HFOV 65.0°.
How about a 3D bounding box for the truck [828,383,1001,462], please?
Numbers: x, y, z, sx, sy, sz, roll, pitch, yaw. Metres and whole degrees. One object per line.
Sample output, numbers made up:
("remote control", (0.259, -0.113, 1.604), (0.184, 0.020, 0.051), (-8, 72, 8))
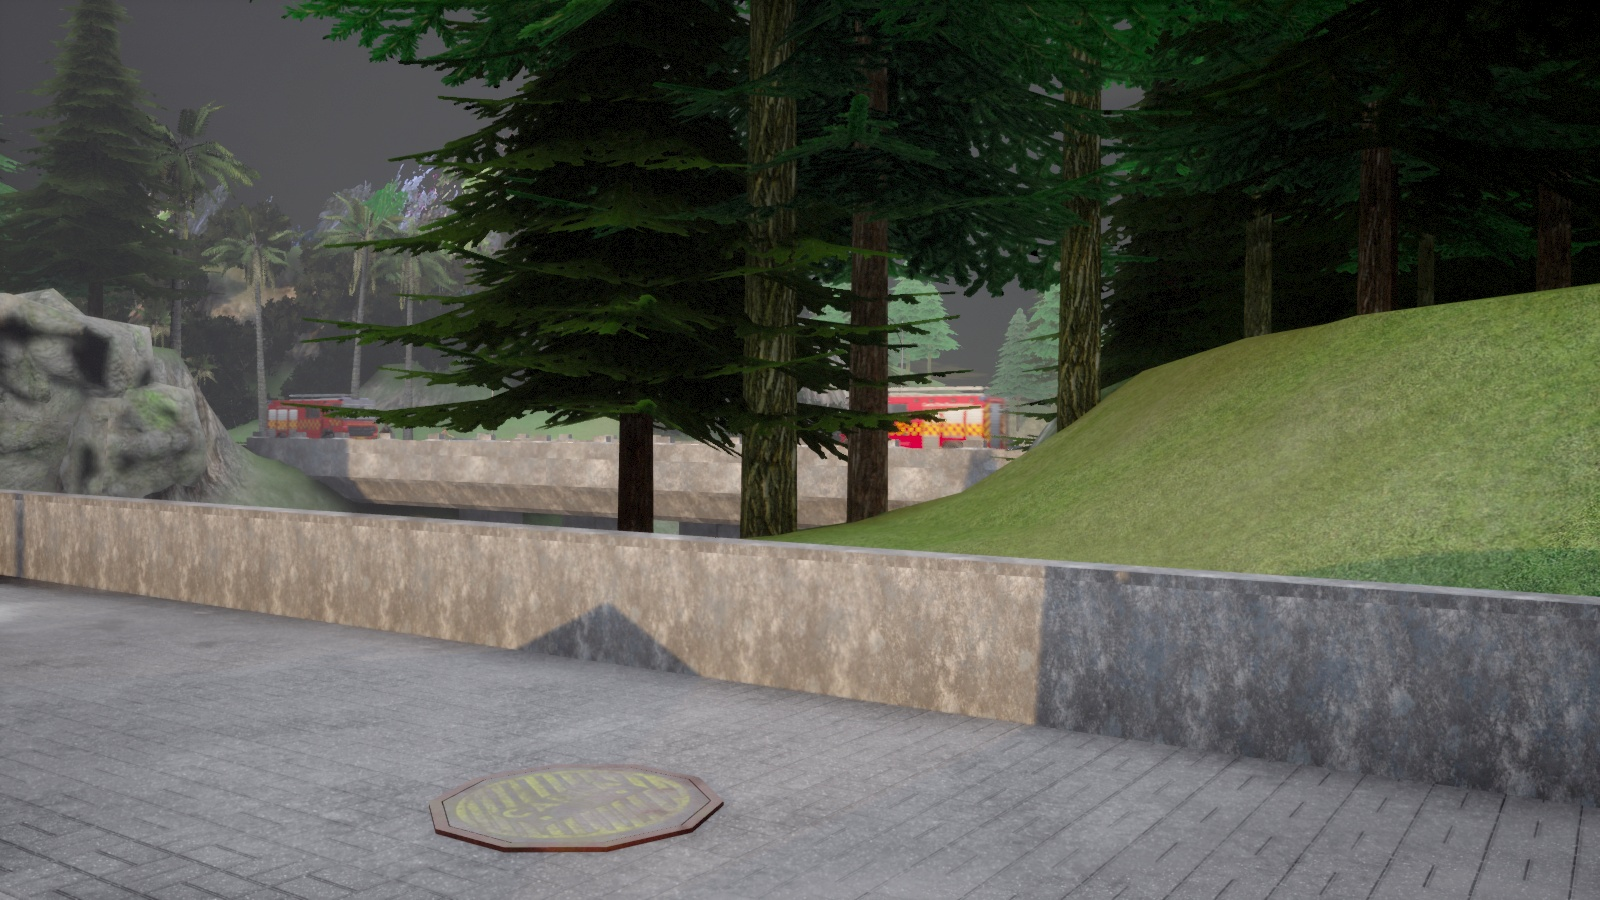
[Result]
("truck", (5.825, -1.368, 64.582), (8.468, 3.827, 2.891), (0, 1, 34))

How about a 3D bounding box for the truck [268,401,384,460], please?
("truck", (-32.114, -1.302, 84.938), (8.468, 3.827, 2.891), (0, 1, 34))
